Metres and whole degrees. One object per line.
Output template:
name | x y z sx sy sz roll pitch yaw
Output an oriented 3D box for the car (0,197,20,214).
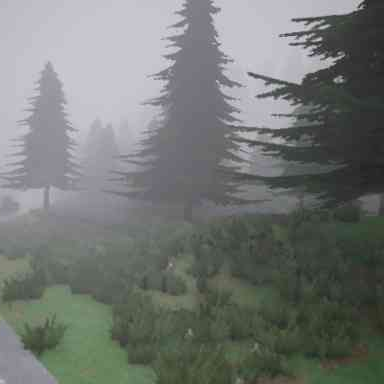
car | -16.398 1.117 28.776 2.033 1.411 5.357 2 0 -15
